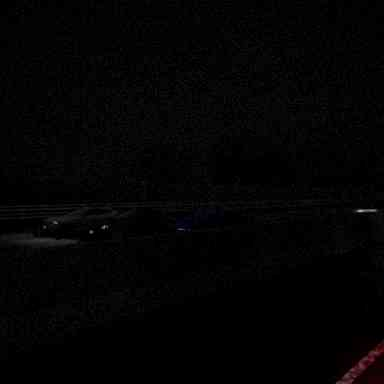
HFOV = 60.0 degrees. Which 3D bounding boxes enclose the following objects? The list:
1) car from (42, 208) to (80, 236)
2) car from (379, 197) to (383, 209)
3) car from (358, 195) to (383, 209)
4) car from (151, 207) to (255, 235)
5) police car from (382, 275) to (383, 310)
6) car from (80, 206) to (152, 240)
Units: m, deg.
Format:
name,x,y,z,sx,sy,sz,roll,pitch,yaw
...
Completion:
name,x,y,z,sx,sy,sz,roll,pitch,yaw
car,-5.808,1.525,18.522,4.674,1.442,1.812,0,0,-43
car,27.780,1.759,45.253,5.357,1.411,2.033,1,0,-43
car,26.320,1.442,48.671,5.566,2.045,2.150,1,0,-43
car,0.834,1.481,15.157,5.008,1.535,1.882,0,0,-43
police car,5.291,1.427,6.241,5.238,1.638,1.930,0,0,-43
car,-2.818,1.526,16.529,4.674,1.442,1.812,0,0,-43
